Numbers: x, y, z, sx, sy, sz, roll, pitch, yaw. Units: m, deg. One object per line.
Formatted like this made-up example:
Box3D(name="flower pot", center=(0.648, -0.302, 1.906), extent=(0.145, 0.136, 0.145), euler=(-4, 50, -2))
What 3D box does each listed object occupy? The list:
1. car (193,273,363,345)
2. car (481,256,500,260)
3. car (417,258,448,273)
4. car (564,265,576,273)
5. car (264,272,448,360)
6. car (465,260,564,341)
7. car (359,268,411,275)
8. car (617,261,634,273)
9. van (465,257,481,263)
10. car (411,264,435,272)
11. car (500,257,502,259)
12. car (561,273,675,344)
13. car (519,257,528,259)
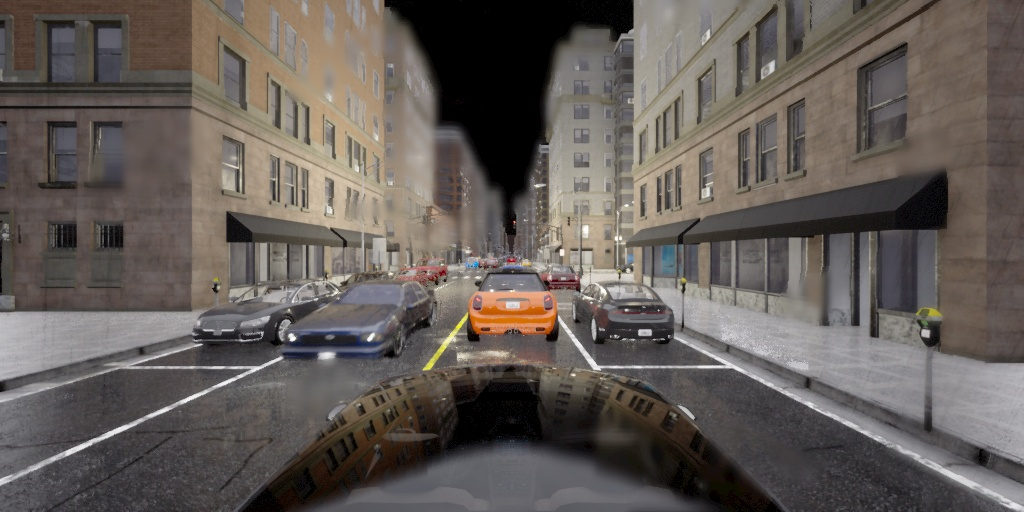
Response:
Box3D(name="car", center=(-5.864, 1.301, 9.332), extent=(2.007, 1.370, 4.403), euler=(0, 0, 0))
Box3D(name="car", center=(-3.137, 1.225, 53.436), extent=(1.882, 1.535, 5.008), euler=(0, 0, 0))
Box3D(name="car", center=(-5.880, 1.065, 25.903), extent=(2.192, 1.841, 5.009), euler=(0, 0, 0))
Box3D(name="car", center=(2.651, 1.190, 20.414), extent=(1.967, 1.591, 4.097), euler=(0, 0, 0))
Box3D(name="car", center=(-3.111, 1.298, 8.701), extent=(2.033, 1.411, 5.357), euler=(0, 0, 0))
Box3D(name="car", center=(0.012, 1.103, 10.020), extent=(2.097, 1.767, 4.553), euler=(0, 0, 0))
Box3D(name="car", center=(-5.869, 1.317, 14.856), extent=(1.948, 1.339, 4.313), euler=(0, 0, 0))
Box3D(name="car", center=(14.527, 1.245, 41.051), extent=(4.892, 1.490, 1.837), euler=(0, 0, 1))
Box3D(name="van", center=(-5.908, 1.088, 52.851), extent=(1.690, 1.789, 3.998), euler=(0, 0, 0))
Box3D(name="car", center=(-5.875, 1.333, 20.380), extent=(1.802, 1.307, 4.207), euler=(0, 0, 0))
Box3D(name="car", center=(-3.128, 1.271, 62.779), extent=(1.812, 1.442, 4.674), euler=(0, 0, 0))
Box3D(name="car", center=(2.662, 1.301, 9.364), extent=(2.007, 1.370, 4.403), euler=(0, 0, 0))
Box3D(name="car", center=(2.606, 1.270, 64.245), extent=(1.751, 1.417, 4.829), euler=(0, 0, 0))
